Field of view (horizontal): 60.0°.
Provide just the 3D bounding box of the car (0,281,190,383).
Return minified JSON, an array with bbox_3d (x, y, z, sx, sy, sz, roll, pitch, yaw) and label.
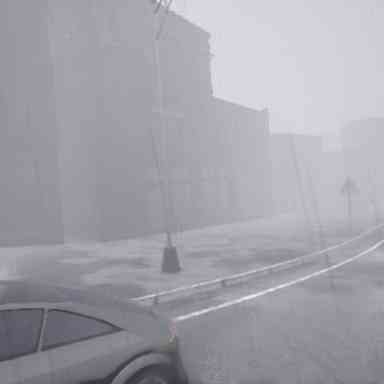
[{"bbox_3d":[-2.079,1.562,2.787,4.181,1.385,1.994,1,-3,-37],"label":"car"}]
